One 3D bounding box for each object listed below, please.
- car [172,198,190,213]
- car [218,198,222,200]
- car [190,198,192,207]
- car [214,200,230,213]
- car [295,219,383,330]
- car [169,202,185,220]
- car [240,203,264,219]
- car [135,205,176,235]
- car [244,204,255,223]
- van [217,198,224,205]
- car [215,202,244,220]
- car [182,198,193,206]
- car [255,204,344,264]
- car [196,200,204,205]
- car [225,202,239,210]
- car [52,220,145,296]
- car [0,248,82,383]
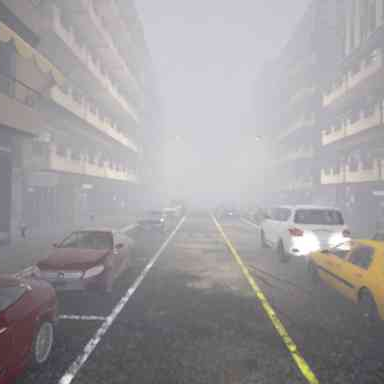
[{"bbox_3d":[-1.756,1.784,42.334,2.192,1.841,5.009,1,-1,1],"label":"car"},{"bbox_3d":[7.578,2.621,81.295,1.967,1.590,4.097,1,-1,1],"label":"car"},{"bbox_3d":[-1.072,2.378,70.330,2.008,1.369,4.403,1,-1,1],"label":"car"},{"bbox_3d":[3.998,2.204,44.444,1.994,1.385,4.181,1,-1,2],"label":"car"},{"bbox_3d":[3.982,1.644,7.157,1.801,1.575,5.366,1,-1,1],"label":"car"},{"bbox_3d":[-2.033,1.877,31.131,2.008,1.369,4.403,1,-1,1],"label":"car"},{"bbox_3d":[6.480,2.046,36.495,1.967,1.590,4.097,1,-1,1],"label":"car"},{"bbox_3d":[-2.307,1.735,19.931,2.008,1.369,4.403,1,-1,1],"label":"car"},{"bbox_3d":[6.341,2.101,30.894,1.947,1.339,4.313,1,-1,1],"label":"car"},{"bbox_3d":[7.854,2.666,92.496,1.690,1.788,3.998,1,-1,1],"label":"van"},{"bbox_3d":[3.752,2.069,33.775,1.994,1.385,4.181,1,-1,2],"label":"car"},{"bbox_3d":[-0.932,2.215,75.933,2.192,1.841,5.009,1,-1,1],"label":"car"},{"bbox_3d":[4.132,1.487,12.998,2.150,2.045,5.566,1,-1,1],"label":"car"},{"bbox_3d":[2.023,2.667,86.437,1.994,1.385,4.181,1,-1,1],"label":"car"},{"bbox_3d":[7.028,2.459,58.893,1.947,1.339,4.313,1,-1,1],"label":"car"},{"bbox_3d":[-2.583,1.624,8.731,1.802,1.307,4.206,1,-1,1],"label":"car"},{"bbox_3d":[-2.720,1.552,3.131,1.802,1.307,4.206,1,-1,1],"label":"car"}]
